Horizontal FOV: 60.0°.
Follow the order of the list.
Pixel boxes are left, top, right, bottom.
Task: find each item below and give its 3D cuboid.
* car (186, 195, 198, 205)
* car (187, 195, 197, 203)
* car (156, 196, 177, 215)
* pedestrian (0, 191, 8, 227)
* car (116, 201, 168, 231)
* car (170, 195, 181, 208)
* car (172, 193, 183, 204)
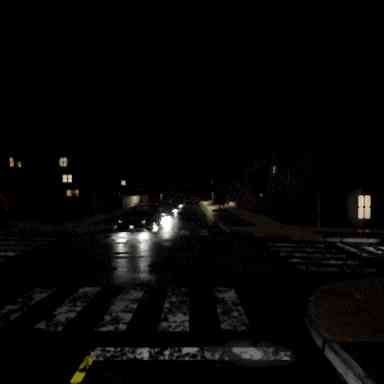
[{"bbox_3d":[0.062,1.510,56.118,1.994,1.385,4.181,0,0,-1],"label":"car"},{"bbox_3d":[-0.055,1.410,66.204,1.882,1.535,5.008,0,0,0],"label":"car"},{"bbox_3d":[-2.875,1.468,32.996,2.128,1.511,4.902,0,0,0],"label":"car"},{"bbox_3d":[-9.697,0.856,17.006,0.375,1.860,0.375,0,0,1],"label":"pedestrian"},{"bbox_3d":[-3.077,1.530,20.732,2.033,1.411,5.357,0,0,5],"label":"car"},{"bbox_3d":[-2.875,1.488,44.686,1.812,1.442,4.674,0,0,0],"label":"car"},{"bbox_3d":[-2.803,1.183,60.572,2.150,2.045,5.566,0,0,0],"label":"car"}]
